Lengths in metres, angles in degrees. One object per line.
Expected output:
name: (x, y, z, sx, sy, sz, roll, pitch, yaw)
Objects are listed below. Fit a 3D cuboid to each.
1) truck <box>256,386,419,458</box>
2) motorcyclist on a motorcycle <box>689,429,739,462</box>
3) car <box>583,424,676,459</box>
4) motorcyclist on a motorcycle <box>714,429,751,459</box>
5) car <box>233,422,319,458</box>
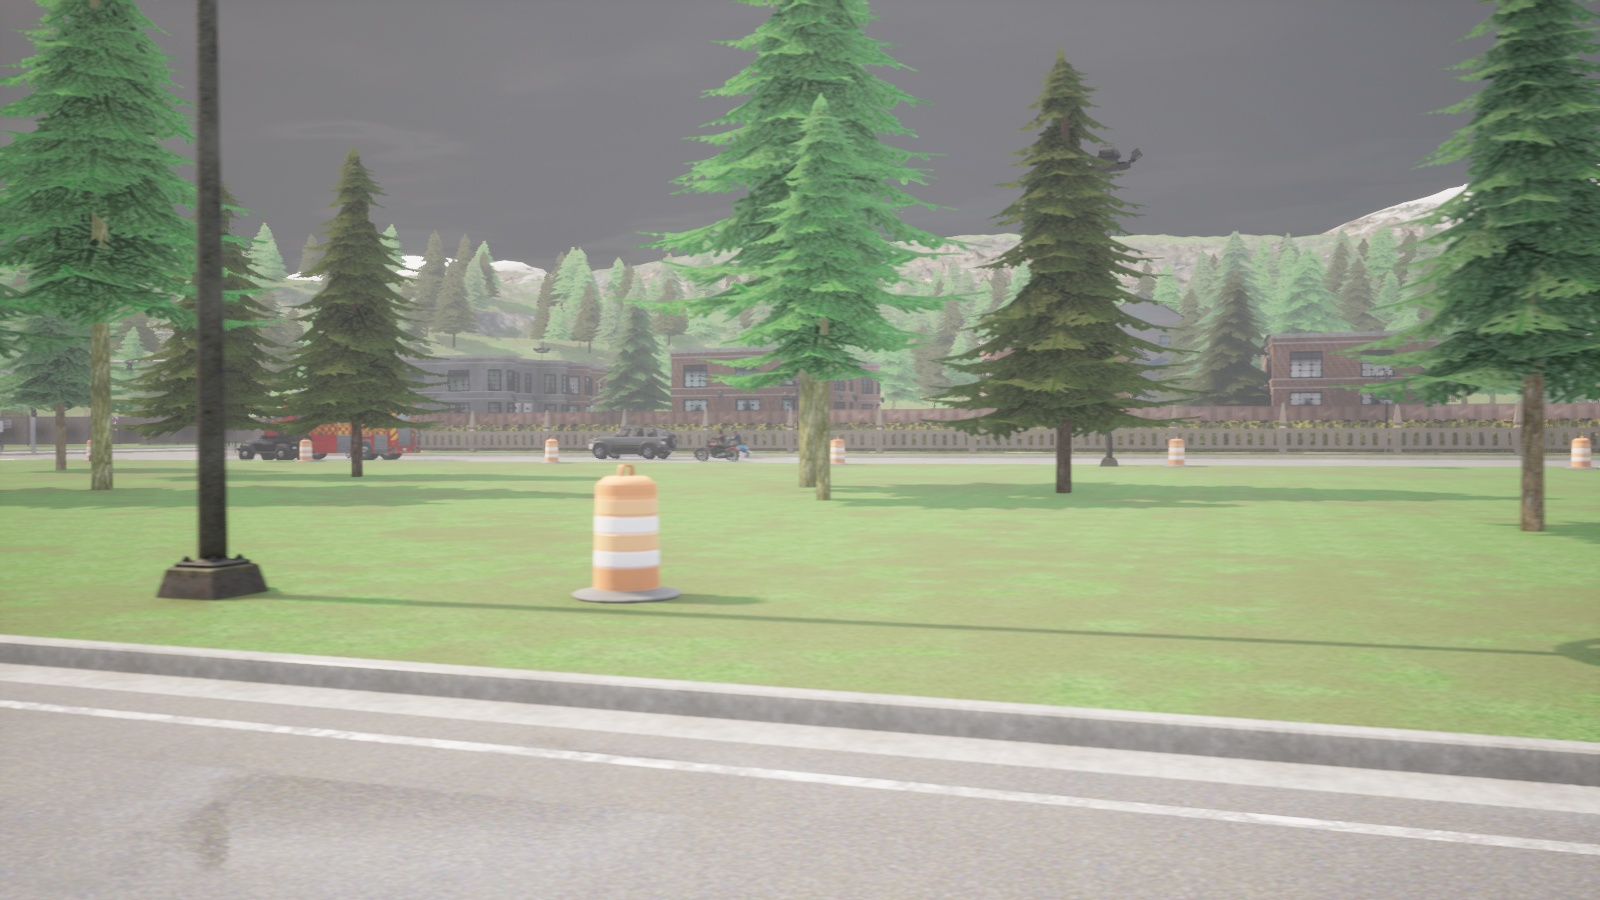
truck: (-25.495, -1.542, 69.171, 8.468, 3.827, 2.891, 1, 1, 18)
motorcyclist on a motorcycle: (-4.241, -0.234, 62.102, 2.350, 1.649, 0.766, 0, 1, 18)
car: (-9.149, -0.471, 67.425, 4.605, 1.855, 1.932, 1, 1, 18)
motorcyclist on a motorcycle: (-3.724, -0.344, 69.307, 1.817, 1.590, 0.866, 1, 1, 18)
car: (-27.595, -0.542, 66.196, 3.866, 1.878, 1.905, 1, 1, 19)
